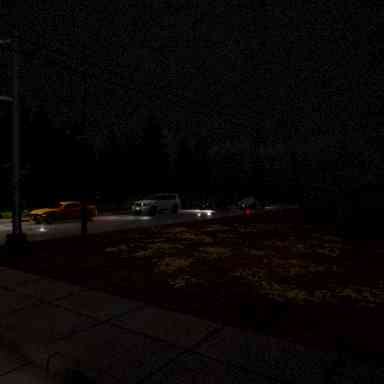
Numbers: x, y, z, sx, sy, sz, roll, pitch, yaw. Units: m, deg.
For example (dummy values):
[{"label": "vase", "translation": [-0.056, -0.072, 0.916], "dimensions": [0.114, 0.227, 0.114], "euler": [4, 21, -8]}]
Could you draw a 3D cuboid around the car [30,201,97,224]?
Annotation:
[{"label": "car", "translation": [-9.542, 1.484, 25.007], "dimensions": [1.882, 1.535, 5.008], "euler": [0, 0, 37]}]

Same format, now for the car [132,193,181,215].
[{"label": "car", "translation": [-3.425, 1.174, 33.246], "dimensions": [2.150, 2.045, 5.566], "euler": [0, 0, 36]}]

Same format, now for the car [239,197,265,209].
[{"label": "car", "translation": [7.557, 1.399, 41.836], "dimensions": [1.812, 1.442, 4.674], "euler": [0, 0, 37]}]

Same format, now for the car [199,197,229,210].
[{"label": "car", "translation": [2.799, 1.403, 41.602], "dimensions": [1.837, 1.490, 4.892], "euler": [0, 0, 37]}]
